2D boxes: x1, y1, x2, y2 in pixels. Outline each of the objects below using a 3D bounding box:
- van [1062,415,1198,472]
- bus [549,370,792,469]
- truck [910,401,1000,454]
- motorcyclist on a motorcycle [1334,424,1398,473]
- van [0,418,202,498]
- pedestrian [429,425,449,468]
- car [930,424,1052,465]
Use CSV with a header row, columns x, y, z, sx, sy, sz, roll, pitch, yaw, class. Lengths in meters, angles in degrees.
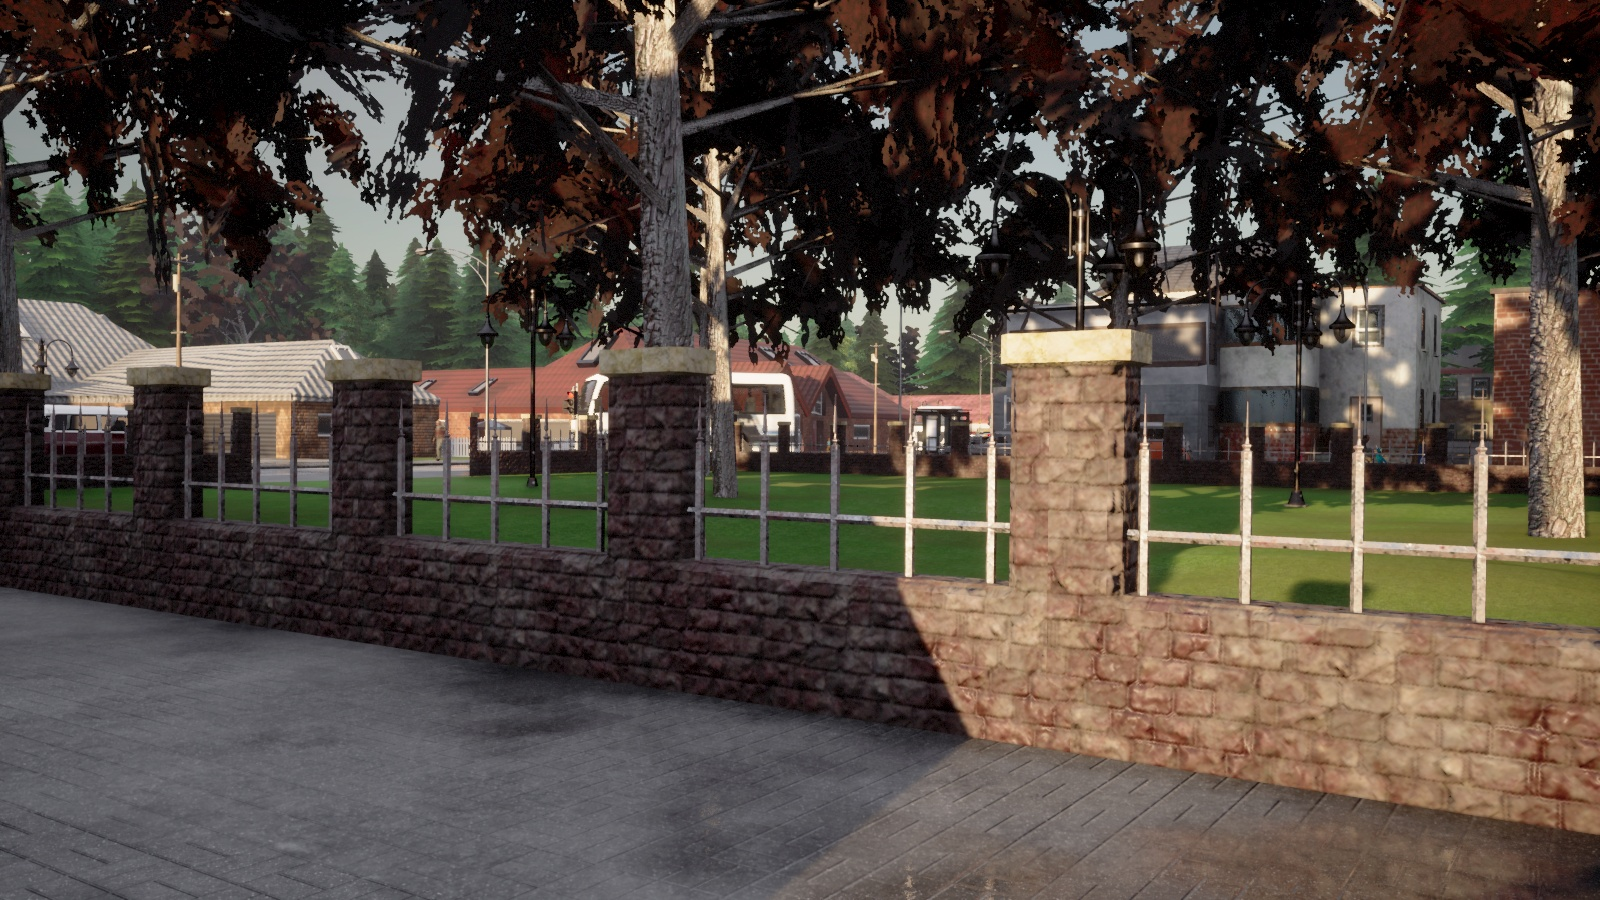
x,y,z,sx,sy,sz,roll,pitch,yaw,class
12.015,-0.249,45.764,4.442,1.987,1.775,0,1,32,van
-5.907,-1.374,57.332,10.273,4.253,3.944,-1,0,-22,bus
10.791,-1.529,86.497,2.891,3.462,7.936,0,1,34,truck
18.643,-0.048,41.342,1.817,1.590,0.866,0,1,32,motorcyclist on a motorcycle
-19.074,0.159,34.308,2.069,2.038,4.480,0,1,33,van
-15.564,-0.161,54.118,0.376,1.854,0.720,0,1,33,pedestrian
8.080,-0.224,53.231,4.611,1.667,2.242,0,1,34,car
